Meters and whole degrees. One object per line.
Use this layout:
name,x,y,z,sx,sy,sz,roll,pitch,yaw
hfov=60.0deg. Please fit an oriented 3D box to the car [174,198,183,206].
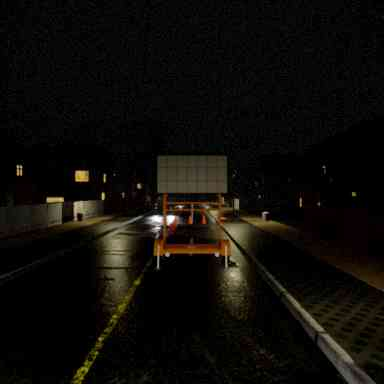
car,-2.690,1.824,60.477,1.994,1.385,4.181,0,0,0

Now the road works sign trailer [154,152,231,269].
road works sign trailer,0.011,0.473,11.114,2.380,3.560,2.880,0,0,0

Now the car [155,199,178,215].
car,-2.817,1.700,35.204,1.895,1.301,4.718,0,0,0
